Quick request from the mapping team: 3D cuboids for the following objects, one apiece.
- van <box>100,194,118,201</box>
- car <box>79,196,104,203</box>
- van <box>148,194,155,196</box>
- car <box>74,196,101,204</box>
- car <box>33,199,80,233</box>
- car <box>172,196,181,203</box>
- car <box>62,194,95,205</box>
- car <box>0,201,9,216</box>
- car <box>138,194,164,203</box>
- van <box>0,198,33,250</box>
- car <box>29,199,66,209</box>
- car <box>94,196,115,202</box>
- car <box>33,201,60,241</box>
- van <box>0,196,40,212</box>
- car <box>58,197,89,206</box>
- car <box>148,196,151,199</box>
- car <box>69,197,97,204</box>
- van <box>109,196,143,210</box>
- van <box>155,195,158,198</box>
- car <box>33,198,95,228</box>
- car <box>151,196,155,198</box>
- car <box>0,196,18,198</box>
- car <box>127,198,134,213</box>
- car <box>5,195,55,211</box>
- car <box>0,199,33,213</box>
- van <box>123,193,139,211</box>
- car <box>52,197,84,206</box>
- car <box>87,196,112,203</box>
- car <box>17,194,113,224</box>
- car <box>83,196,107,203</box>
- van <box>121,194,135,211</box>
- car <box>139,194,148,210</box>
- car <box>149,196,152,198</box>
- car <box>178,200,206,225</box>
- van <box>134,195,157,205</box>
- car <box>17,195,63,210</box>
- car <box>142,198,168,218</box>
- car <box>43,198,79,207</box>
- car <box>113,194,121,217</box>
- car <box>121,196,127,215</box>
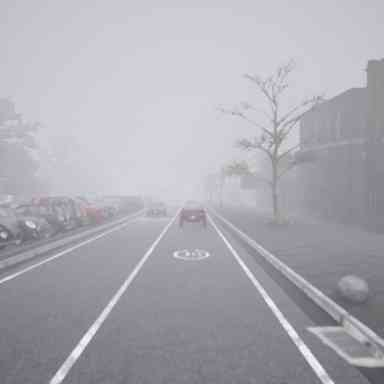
[{"bbox_3d":[-22.330,1.457,90.022,4.442,1.987,1.878,0,0,0],"label":"van"},{"bbox_3d":[-22.174,1.722,73.370,4.892,1.521,2.231,0,0,0],"label":"car"},{"bbox_3d":[-9.160,1.525,57.454,4.442,1.987,1.878,0,0,0],"label":"van"},{"bbox_3d":[-22.165,1.727,70.595,5.008,1.535,2.097,0,0,0],"label":"car"},{"bbox_3d":[-8.903,1.448,18.202,4.553,1.767,2.185,0,0,0],"label":"car"},{"bbox_3d":[-3.354,1.712,73.969,1.812,1.442,4.674,0,0,0],"label":"car"},{"bbox_3d":[-22.116,1.489,65.042,5.566,2.045,2.435,0,0,0],"label":"car"},{"bbox_3d":[-22.031,1.695,34.504,4.792,1.488,2.163,0,0,0],"label":"car"},{"bbox_3d":[-9.062,1.467,74.276,5.566,2.045,2.435,0,0,0],"label":"car"},{"bbox_3d":[-8.802,1.317,12.597,4.442,1.987,1.878,0,0,0],"label":"van"},{"bbox_3d":[-22.135,1.775,51.158,4.792,1.488,2.163,0,0,0],"label":"car"},{"bbox_3d":[-22.169,1.725,84.473,4.792,1.488,2.163,0,0,0],"label":"car"},{"bbox_3d":[-8.958,1.432,15.399,4.553,1.767,2.185,0,0,0],"label":"car"},{"bbox_3d":[-22.200,1.486,42.831,4.442,1.987,1.878,0,0,0],"label":"van"},{"bbox_3d":[-22.131,1.748,62.269,4.892,1.521,2.231,0,0,0],"label":"car"},{"bbox_3d":[-9.027,1.739,49.040,4.892,1.521,2.231,0,0,0],"label":"car"},{"bbox_3d":[-22.157,1.734,67.819,5.008,1.535,2.097,0,0,0],"label":"car"},{"bbox_3d":[-9.129,1.503,46.233,4.442,1.987,1.878,0,0,0],"label":"van"},{"bbox_3d":[-8.935,1.523,60.256,4.442,1.987,1.878,0,0,0],"label":"van"},{"bbox_3d":[-8.911,1.464,21.006,4.553,1.767,2.185,0,0,0],"label":"car"},{"bbox_3d":[-9.065,1.782,54.651,4.792,1.488,2.163,0,0,0],"label":"car"},{"bbox_3d":[-22.096,1.429,37.281,5.566,2.045,2.435,0,0,0],"label":"car"},{"bbox_3d":[-8.975,1.668,35.021,4.892,1.521,2.231,0,0,0],"label":"car"},{"bbox_3d":[-22.119,1.476,45.608,5.566,2.045,2.435,0,0,0],"label":"car"},{"bbox_3d":[-22.261,1.693,40.055,5.366,1.575,1.946,0,0,0],"label":"car"},{"bbox_3d":[-9.114,1.472,40.629,4.442,1.987,1.878,0,0,0],"label":"van"},{"bbox_3d":[-22.124,1.750,59.491,5.008,1.535,2.097,0,0,0],"label":"car"},{"bbox_3d":[-21.997,1.705,78.921,5.366,1.575,1.946,0,0,0],"label":"car"},{"bbox_3d":[-8.922,1.353,23.810,5.566,2.045,2.435,0,0,0],"label":"car"},{"bbox_3d":[-22.204,1.744,76.145,4.792,1.488,2.163,0,0,0],"label":"car"},{"bbox_3d":[-9.106,1.457,37.825,4.442,1.987,1.878,0,0,0],"label":"van"},{"bbox_3d":[-8.977,1.463,43.433,5.566,2.045,2.435,0,0,0],"label":"car"},{"bbox_3d":[-9.025,1.787,51.843,4.674,1.452,2.002,0,0,0],"label":"car"},{"bbox_3d":[0.065,1.614,25.305,1.882,1.535,5.008,0,0,0],"label":"car"},{"bbox_3d":[-9.184,1.512,65.866,4.442,1.987,1.878,0,0,0],"label":"van"},{"bbox_3d":[-22.070,1.486,48.385,5.566,2.045,2.435,0,0,0],"label":"car"},{"bbox_3d":[-3.393,1.678,32.894,1.837,1.490,4.892,0,0,0],"label":"car"},{"bbox_3d":[-22.306,1.749,56.713,5.366,1.575,1.946,0,0,0],"label":"car"},{"bbox_3d":[-8.930,1.369,26.613,5.566,2.045,2.435,0,0,0],"label":"car"},{"bbox_3d":[-9.005,1.526,32.219,4.553,1.767,2.185,0,0,0],"label":"car"}]
